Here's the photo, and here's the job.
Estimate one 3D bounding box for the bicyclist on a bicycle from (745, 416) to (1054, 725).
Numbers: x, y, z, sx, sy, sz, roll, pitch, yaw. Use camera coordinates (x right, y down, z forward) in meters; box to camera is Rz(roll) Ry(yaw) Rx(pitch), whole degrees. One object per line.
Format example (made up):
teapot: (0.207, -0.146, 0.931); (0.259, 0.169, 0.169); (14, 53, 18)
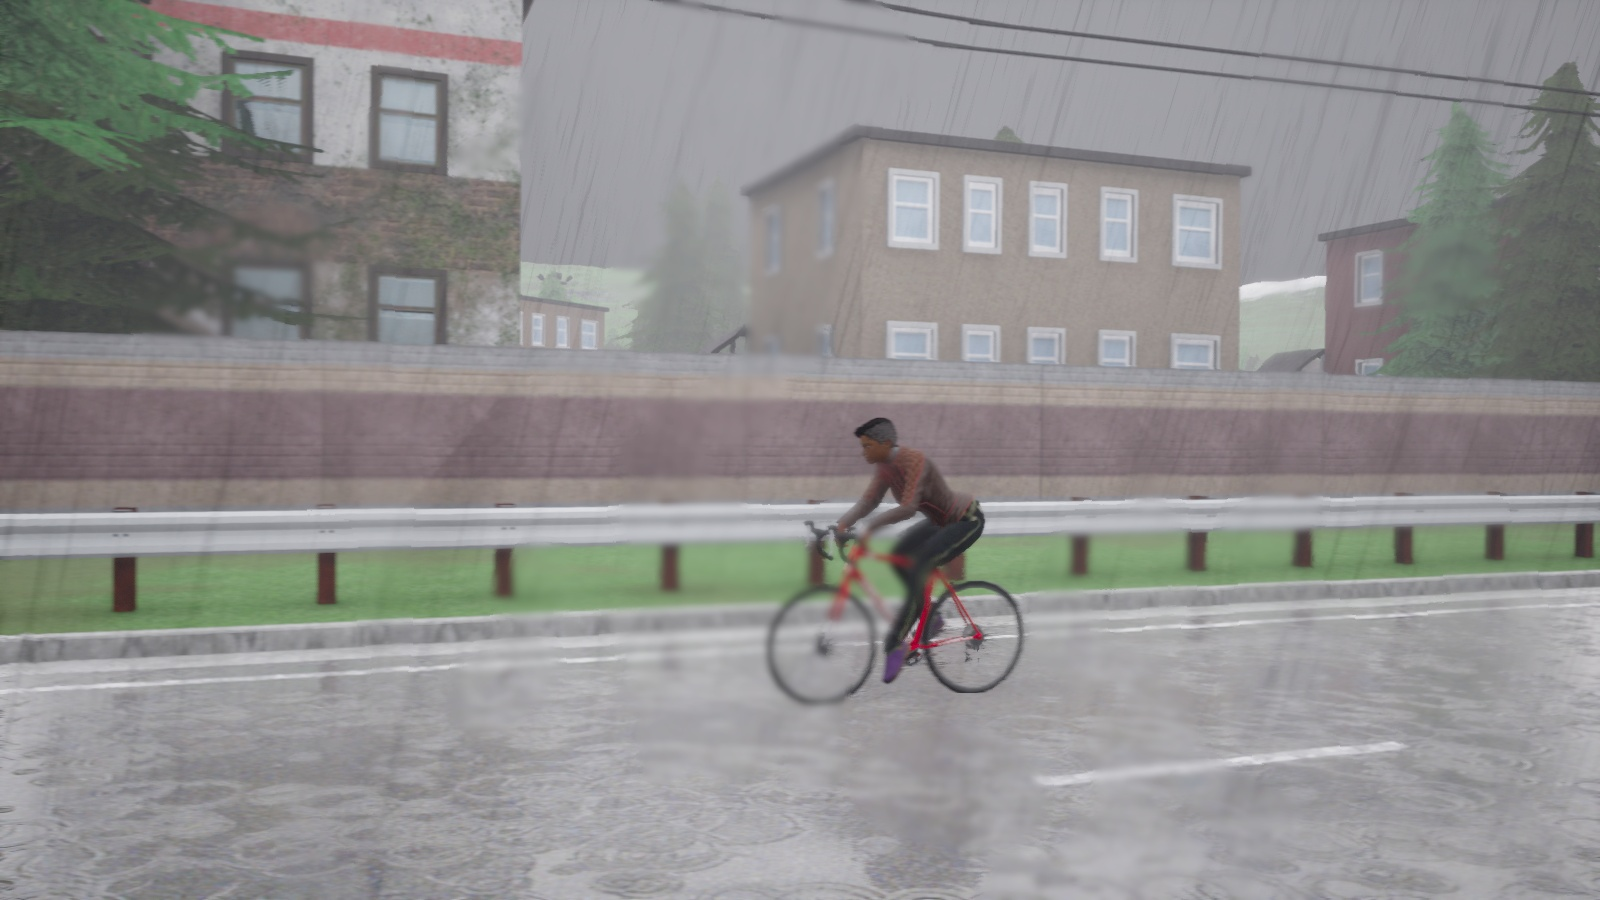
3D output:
bicyclist on a bicycle: (0.576, 0.627, 7.201); (1.656, 1.620, 0.582); (-1, 1, -21)
